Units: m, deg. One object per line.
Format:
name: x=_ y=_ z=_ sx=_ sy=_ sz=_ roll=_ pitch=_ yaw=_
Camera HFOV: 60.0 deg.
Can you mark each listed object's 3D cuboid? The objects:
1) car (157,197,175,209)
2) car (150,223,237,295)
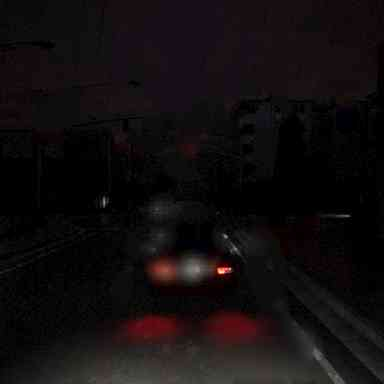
car: x=-3.711 y=1.523 z=45.965 sx=1.812 sy=1.442 sz=4.674 roll=0 pitch=0 yaw=0
car: x=0.038 y=1.547 z=8.853 sx=2.033 sy=1.411 sz=5.357 roll=0 pitch=0 yaw=0
